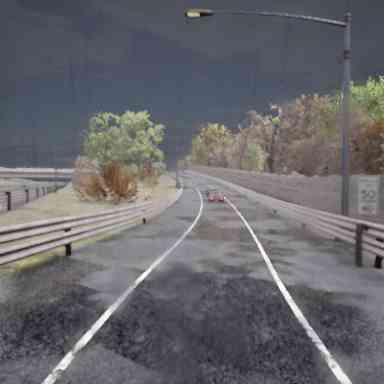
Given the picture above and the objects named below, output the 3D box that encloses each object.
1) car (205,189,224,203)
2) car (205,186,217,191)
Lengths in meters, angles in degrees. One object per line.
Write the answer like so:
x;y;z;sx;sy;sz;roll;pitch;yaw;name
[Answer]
3.009;0.670;42.426;1.895;1.301;4.718;1;3;1;car
3.089;-0.153;52.697;2.128;1.511;4.902;0;5;-1;car
